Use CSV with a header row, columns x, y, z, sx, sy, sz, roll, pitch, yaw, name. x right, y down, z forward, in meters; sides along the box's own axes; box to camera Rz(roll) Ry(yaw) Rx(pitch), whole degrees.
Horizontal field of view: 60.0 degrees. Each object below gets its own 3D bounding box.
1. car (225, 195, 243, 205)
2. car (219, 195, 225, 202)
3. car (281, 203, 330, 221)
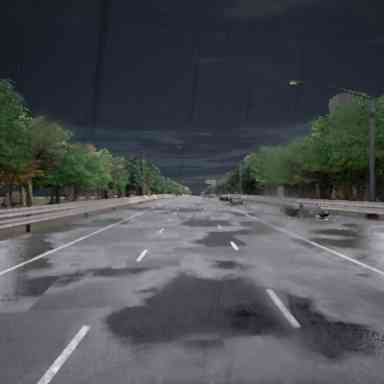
x,y,z,sx,sy,sz,roll,pitch,yaw,name
6.993,1.370,53.761,2.128,1.511,4.902,0,0,0,car
7.029,1.328,74.134,1.882,1.535,5.008,0,0,0,car
9.097,1.557,27.250,1.895,1.301,4.718,0,0,-11,car
